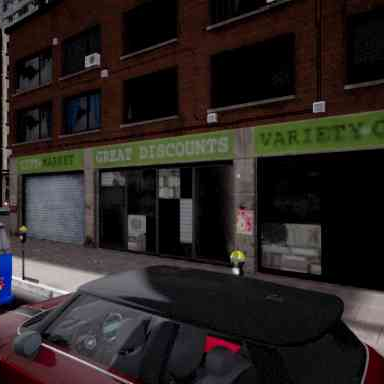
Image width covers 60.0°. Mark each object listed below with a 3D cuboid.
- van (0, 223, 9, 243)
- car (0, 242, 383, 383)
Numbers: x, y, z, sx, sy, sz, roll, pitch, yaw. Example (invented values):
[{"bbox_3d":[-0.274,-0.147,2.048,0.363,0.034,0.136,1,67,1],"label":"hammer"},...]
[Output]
[{"bbox_3d":[-5.087,1.343,6.361,3.998,1.788,1.690,0,0,36],"label":"van"},{"bbox_3d":[-0.457,1.440,3.053,4.097,1.590,1.967,0,0,36],"label":"car"}]
